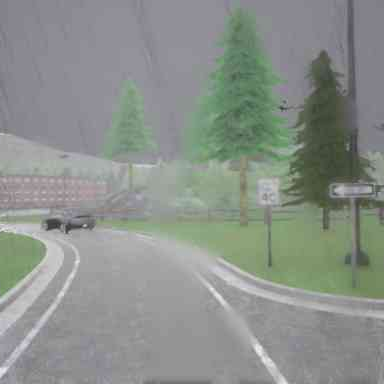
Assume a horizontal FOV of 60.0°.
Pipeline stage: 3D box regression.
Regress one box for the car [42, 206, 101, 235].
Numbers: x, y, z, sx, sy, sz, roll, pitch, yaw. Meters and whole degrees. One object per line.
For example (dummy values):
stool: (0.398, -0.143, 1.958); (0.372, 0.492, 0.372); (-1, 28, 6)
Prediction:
car: (-8.299, 1.911, 22.136); (4.902, 1.511, 2.128); (-2, -1, 45)
